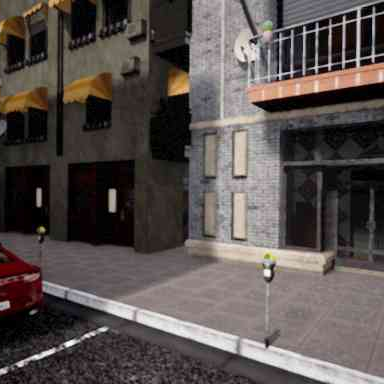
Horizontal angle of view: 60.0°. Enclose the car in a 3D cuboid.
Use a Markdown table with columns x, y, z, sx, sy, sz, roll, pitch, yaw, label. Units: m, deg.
| x | y | z | sx | sy | sz | roll | pitch | yaw | label |
| --- | --- | --- | --- | --- | --- | --- | --- | --- | --- |
| -4.570 | 1.516 | 6.125 | 4.507 | 1.381 | 1.887 | 0 | 1 | 36 | car |
